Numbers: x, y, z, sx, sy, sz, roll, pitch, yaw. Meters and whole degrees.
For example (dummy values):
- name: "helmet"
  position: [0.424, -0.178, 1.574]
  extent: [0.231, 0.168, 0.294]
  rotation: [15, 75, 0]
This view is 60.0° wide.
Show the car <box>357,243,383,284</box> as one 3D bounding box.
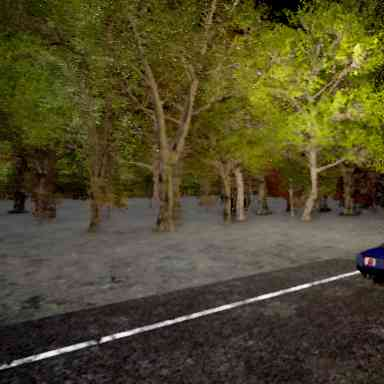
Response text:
- name: "car"
  position: [6.189, 1.598, 8.278]
  extent: [4.718, 1.301, 1.895]
  rotation: [0, 0, -35]
